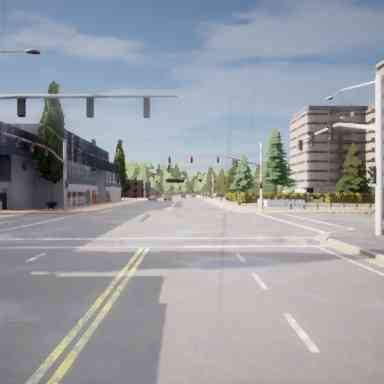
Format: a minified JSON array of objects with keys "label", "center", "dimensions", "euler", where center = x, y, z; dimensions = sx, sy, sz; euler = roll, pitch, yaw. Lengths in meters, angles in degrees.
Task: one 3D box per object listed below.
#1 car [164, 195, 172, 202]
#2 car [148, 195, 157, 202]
[{"label":"car","center":[-5.517,1.468,76.586],"dimensions":[2.128,1.511,4.902],"euler":[0,0,-2]},{"label":"car","center":[-9.016,1.467,76.494],"dimensions":[1.812,1.442,4.674],"euler":[0,0,-2]}]
